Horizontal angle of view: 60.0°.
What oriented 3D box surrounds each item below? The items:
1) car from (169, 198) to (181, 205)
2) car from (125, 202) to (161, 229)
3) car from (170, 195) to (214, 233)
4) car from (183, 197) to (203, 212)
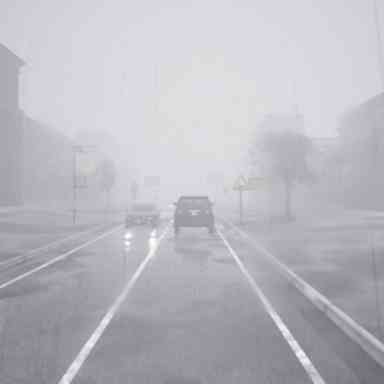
[{"bbox_3d":[-3.025,1.744,61.251,1.895,1.301,4.718,0,-1,1],"label":"car"},{"bbox_3d":[-3.088,1.473,21.633,1.837,1.490,4.892,0,0,0],"label":"car"},{"bbox_3d":[0.102,1.197,19.534,2.150,2.045,5.566,0,0,0],"label":"car"},{"bbox_3d":[0.102,1.424,37.913,2.128,1.511,4.902,0,0,0],"label":"car"}]
